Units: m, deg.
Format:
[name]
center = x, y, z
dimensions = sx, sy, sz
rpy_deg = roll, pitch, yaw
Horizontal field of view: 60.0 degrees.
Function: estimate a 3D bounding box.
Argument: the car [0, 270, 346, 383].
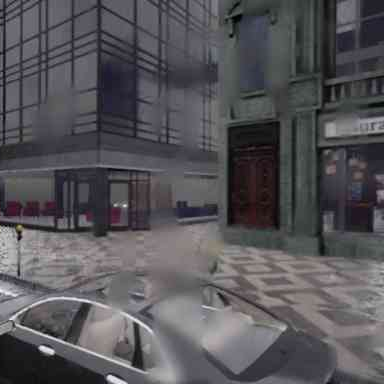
[car]
center = -0.778, 1.552, 3.516
dimensions = 4.403, 1.369, 2.008
rpy_deg = 0, 0, 36
